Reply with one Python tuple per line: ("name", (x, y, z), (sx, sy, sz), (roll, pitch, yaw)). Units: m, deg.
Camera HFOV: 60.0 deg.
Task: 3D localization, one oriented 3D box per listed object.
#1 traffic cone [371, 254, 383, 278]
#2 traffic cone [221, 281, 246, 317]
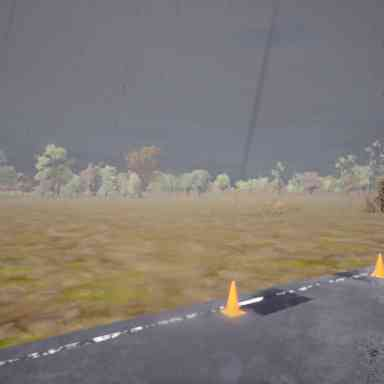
("traffic cone", (5.053, 1.964, 8.945), (0.340, 0.580, 0.340), (0, 0, -32))
("traffic cone", (0.772, 1.956, 6.190), (0.340, 0.580, 0.340), (0, 0, -34))
